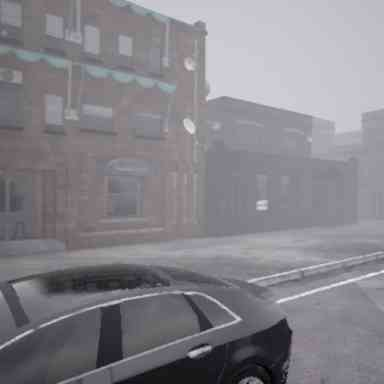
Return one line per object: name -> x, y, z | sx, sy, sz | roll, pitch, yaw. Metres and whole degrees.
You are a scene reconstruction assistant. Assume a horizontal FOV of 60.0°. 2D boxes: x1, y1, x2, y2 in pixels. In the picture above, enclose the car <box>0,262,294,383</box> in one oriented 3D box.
car -> -1.183, 1.505, 2.840 | 4.892, 1.490, 1.837 | 0, 0, -35
